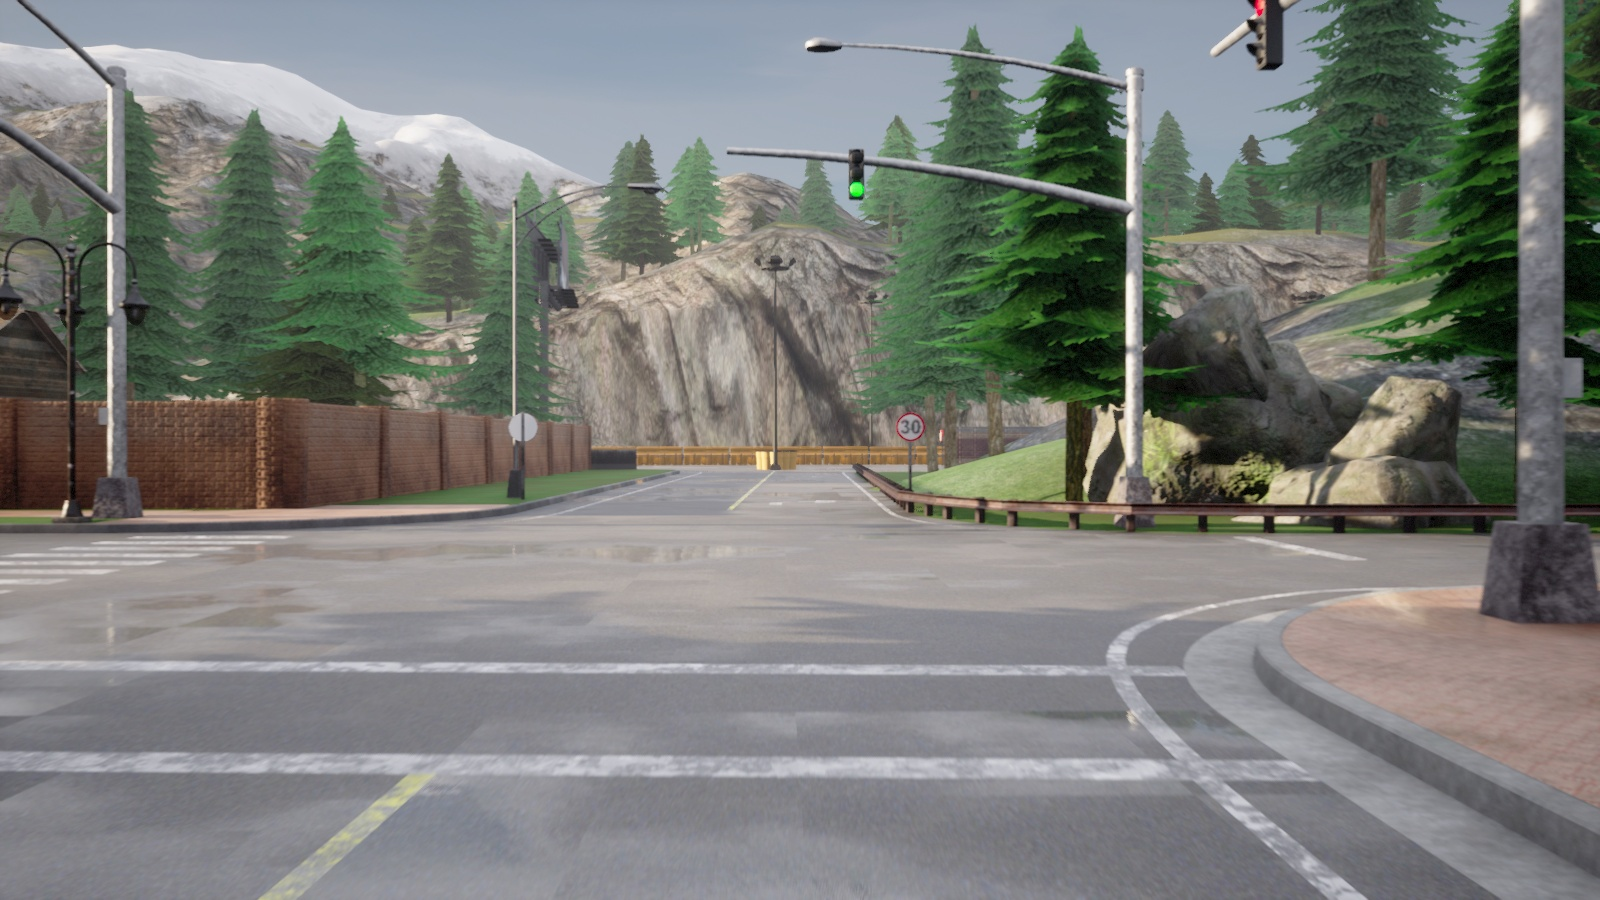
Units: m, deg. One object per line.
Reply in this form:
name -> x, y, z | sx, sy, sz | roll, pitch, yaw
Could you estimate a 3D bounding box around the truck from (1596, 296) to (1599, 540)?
truck -> 16.826, -0.493, 18.429 | 8.468, 3.827, 2.891 | 0, 0, 0
